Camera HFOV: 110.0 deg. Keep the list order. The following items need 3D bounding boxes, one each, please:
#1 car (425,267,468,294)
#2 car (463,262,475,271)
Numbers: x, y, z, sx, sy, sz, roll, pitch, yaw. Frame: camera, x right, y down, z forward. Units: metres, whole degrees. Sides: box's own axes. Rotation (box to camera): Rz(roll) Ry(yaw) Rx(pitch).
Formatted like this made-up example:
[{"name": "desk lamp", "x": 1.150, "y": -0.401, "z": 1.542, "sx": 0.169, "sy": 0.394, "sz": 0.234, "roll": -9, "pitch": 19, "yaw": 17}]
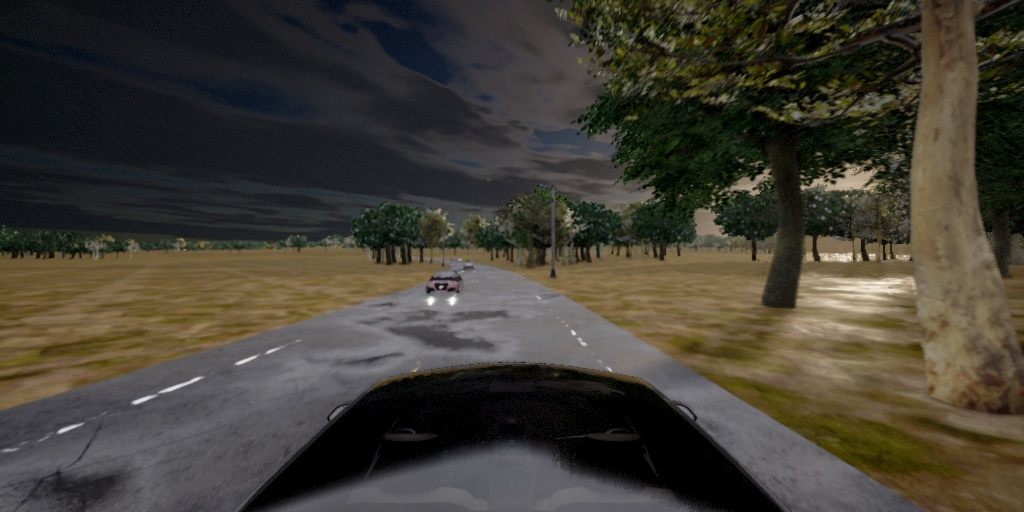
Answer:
[{"name": "car", "x": -4.093, "y": 1.594, "z": 22.388, "sx": 1.994, "sy": 1.385, "sz": 4.181, "roll": 0, "pitch": -1, "yaw": -3}, {"name": "car", "x": -7.619, "y": 1.847, "z": 64.003, "sx": 1.882, "sy": 1.535, "sz": 5.008, "roll": 0, "pitch": 0, "yaw": -7}]
